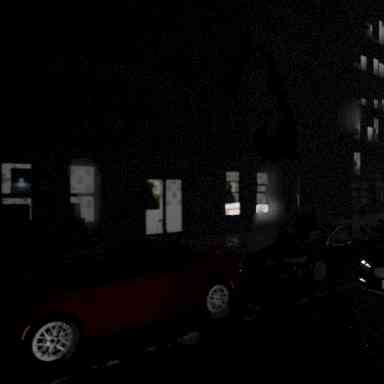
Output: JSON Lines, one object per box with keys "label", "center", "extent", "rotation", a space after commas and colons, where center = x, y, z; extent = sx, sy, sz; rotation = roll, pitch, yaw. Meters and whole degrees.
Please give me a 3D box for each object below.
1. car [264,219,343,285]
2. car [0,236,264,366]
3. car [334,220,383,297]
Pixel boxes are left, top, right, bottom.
{"label": "car", "center": [3.557, 1.444, 9.055], "extent": [4.403, 1.369, 2.008], "rotation": [-1, 1, -35]}
{"label": "car", "center": [-1.075, 1.514, 5.777], "extent": [4.507, 1.381, 1.887], "rotation": [-1, 1, -35]}
{"label": "car", "center": [5.542, 1.376, 7.293], "extent": [4.902, 1.511, 2.128], "rotation": [-1, 1, -35]}
